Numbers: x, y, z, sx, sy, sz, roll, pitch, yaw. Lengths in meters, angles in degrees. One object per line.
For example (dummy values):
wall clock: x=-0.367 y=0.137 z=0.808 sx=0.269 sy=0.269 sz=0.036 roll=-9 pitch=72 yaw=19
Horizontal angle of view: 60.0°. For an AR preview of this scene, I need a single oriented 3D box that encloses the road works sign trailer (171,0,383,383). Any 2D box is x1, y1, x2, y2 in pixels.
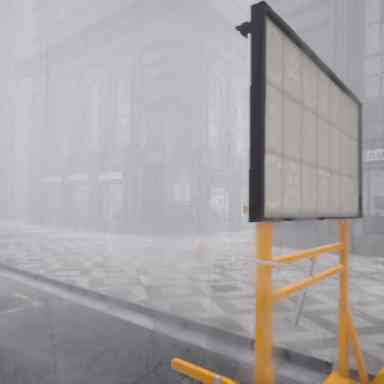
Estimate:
road works sign trailer: x=0.924 y=0.640 z=2.970 sx=2.880 sy=3.560 sz=2.380 roll=-1 pitch=-4 yaw=40
